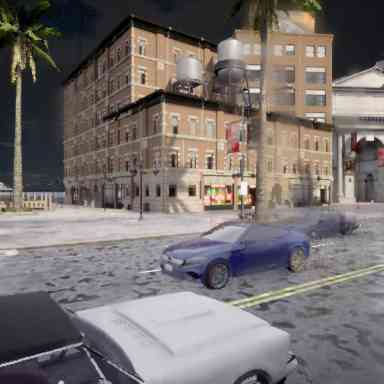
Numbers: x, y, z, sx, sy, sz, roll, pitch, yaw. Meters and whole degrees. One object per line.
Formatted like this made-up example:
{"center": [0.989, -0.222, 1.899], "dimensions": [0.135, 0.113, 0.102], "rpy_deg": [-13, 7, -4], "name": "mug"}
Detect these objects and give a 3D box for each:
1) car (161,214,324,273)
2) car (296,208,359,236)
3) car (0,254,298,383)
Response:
{"center": [1.363, 1.526, 9.185], "dimensions": [4.674, 1.442, 1.812], "rpy_deg": [0, 0, -35], "name": "car"}
{"center": [6.329, 1.548, 16.892], "dimensions": [5.357, 1.411, 2.033], "rpy_deg": [0, 0, -35], "name": "car"}
{"center": [-1.264, 1.601, 2.775], "dimensions": [4.718, 1.301, 1.895], "rpy_deg": [0, 0, -36], "name": "car"}
